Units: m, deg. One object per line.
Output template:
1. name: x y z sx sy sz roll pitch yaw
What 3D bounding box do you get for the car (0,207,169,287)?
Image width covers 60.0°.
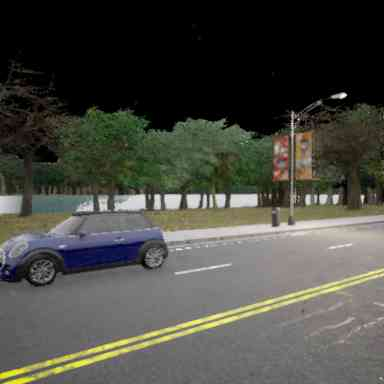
1. car: -2.983 1.362 9.507 4.553 1.767 2.097 0 0 -35
